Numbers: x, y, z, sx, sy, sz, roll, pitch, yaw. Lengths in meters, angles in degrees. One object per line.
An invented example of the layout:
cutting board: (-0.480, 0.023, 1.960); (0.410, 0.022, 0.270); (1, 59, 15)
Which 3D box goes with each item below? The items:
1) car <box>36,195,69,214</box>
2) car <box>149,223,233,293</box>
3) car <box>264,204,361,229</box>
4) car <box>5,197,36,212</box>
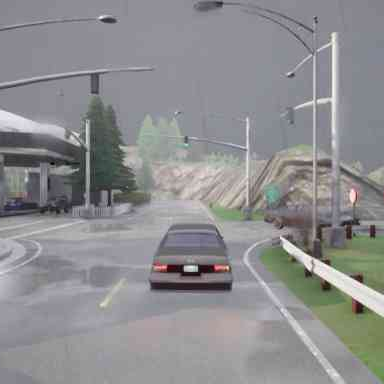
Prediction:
car: (-14.580, 1.305, 35.498); (1.905, 1.878, 3.866); (0, 0, -1)
car: (0.028, 1.545, 9.005); (2.033, 1.411, 5.357); (0, 0, 1)
car: (6.169, 1.357, 17.732); (2.033, 1.411, 5.357); (0, 0, -28)
car: (-20.293, 1.471, 39.768); (2.242, 1.667, 4.611); (0, 0, -1)
